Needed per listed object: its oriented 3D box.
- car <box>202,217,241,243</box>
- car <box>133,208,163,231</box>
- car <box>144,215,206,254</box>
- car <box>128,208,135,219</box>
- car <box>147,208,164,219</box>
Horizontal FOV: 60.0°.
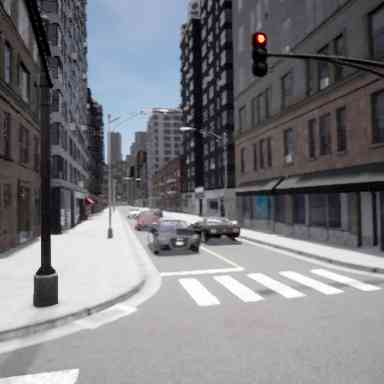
[{"bbox_3d":[1.191,2.130,19.589,1.895,1.301,4.718,-1,-2,-13],"label":"car"},{"bbox_3d":[-3.649,2.358,27.454,1.812,1.442,4.674,-1,-2,-13],"label":"car"},{"bbox_3d":[-0.958,2.026,15.830,1.994,1.385,4.181,-1,-2,-13],"label":"car"},{"bbox_3d":[-8.067,2.989,46.858,1.812,1.442,4.674,-1,-2,-13],"label":"car"},{"bbox_3d":[-5.250,2.991,47.260,1.994,1.385,4.181,-1,-2,-13],"label":"car"}]
